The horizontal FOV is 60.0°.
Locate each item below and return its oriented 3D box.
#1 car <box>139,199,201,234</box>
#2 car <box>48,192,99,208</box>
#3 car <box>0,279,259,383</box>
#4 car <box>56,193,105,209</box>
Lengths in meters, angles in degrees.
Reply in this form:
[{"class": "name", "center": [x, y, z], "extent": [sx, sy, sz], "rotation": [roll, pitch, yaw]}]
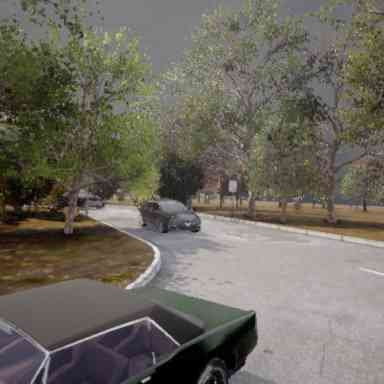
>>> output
[{"class": "car", "center": [-1.242, 1.142, 16.700], "extent": [1.837, 1.490, 4.892], "rotation": [1, 1, -27]}, {"class": "car", "center": [-12.650, 0.805, 35.625], "extent": [4.902, 1.511, 2.128], "rotation": [1, 0, 19]}, {"class": "car", "center": [-1.367, 1.597, 2.683], "extent": [1.895, 1.301, 4.718], "rotation": [0, 0, 39]}, {"class": "car", "center": [-10.213, 0.826, 30.784], "extent": [4.902, 1.511, 2.128], "rotation": [1, 0, 32]}]
